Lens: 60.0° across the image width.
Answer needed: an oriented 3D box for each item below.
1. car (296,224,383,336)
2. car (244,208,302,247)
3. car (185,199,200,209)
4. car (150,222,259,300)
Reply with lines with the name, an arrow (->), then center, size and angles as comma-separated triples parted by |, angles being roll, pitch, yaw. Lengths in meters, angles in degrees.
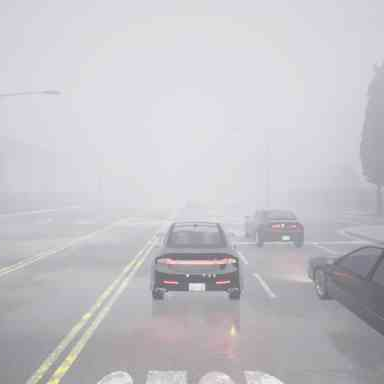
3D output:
car -> 3.591, 1.547, 5.349 | 2.033, 1.411, 5.357 | 0, 0, 0
car -> 3.575, 1.505, 15.095 | 1.837, 1.490, 4.892 | 0, 0, 0
car -> 0.027, 1.601, 44.141 | 1.895, 1.301, 4.718 | 0, 0, 0
car -> 0.087, 1.492, 8.397 | 2.128, 1.511, 4.902 | 0, 0, 0
